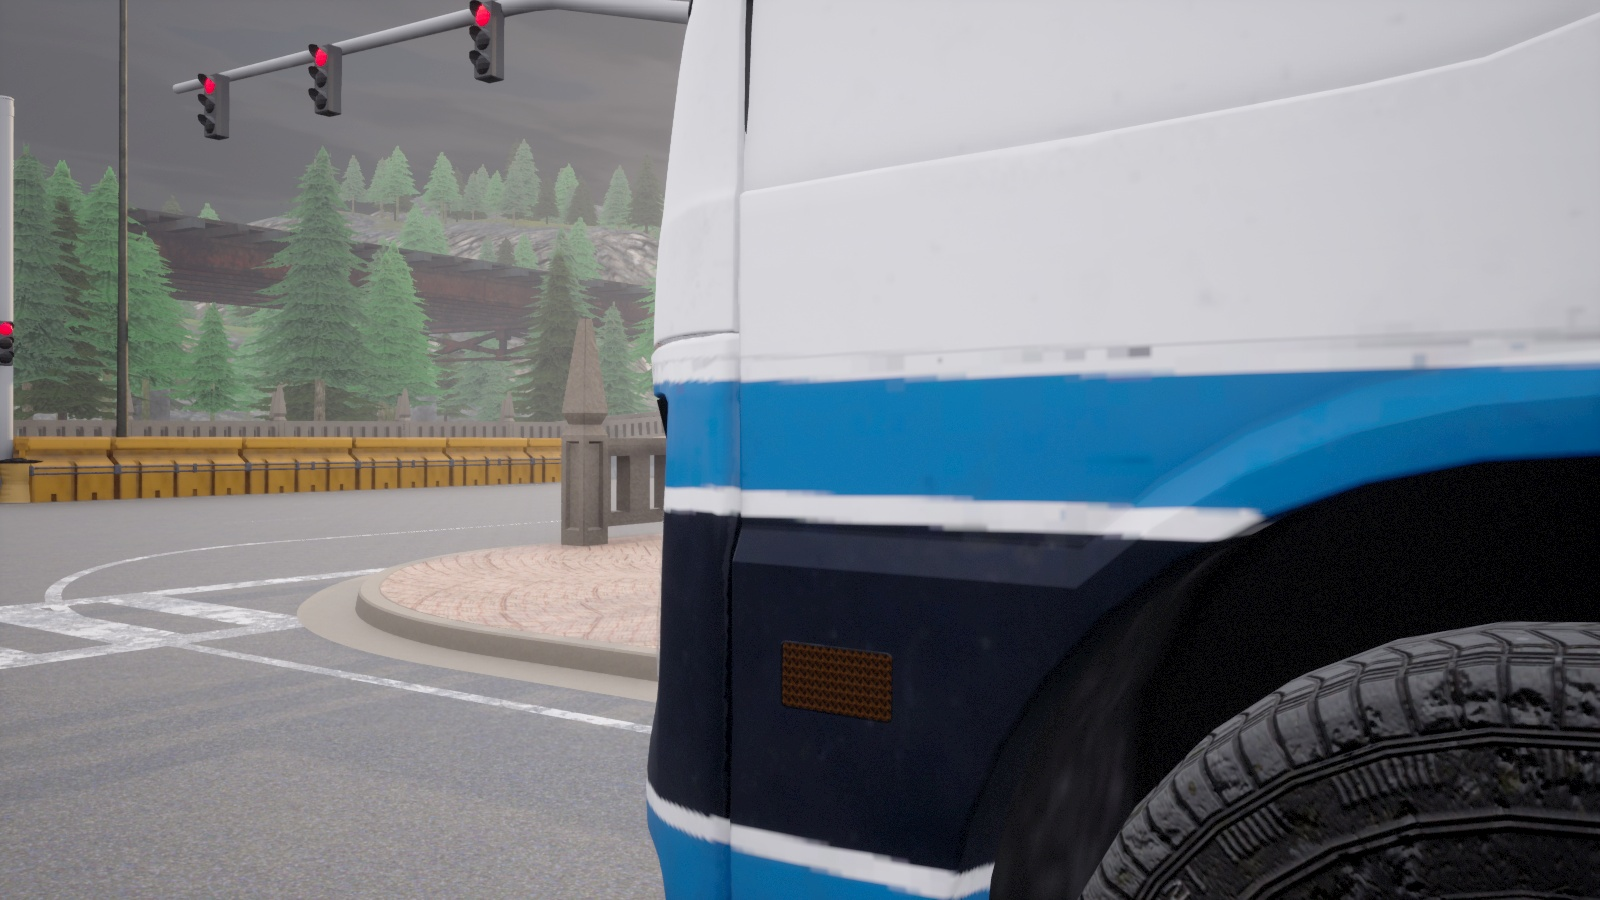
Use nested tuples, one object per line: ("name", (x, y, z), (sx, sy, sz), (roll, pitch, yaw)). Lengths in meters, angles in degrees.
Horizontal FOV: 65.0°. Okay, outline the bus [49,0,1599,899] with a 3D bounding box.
("bus", (4.151, -0.694, 0.838), (10.273, 4.253, 3.944), (0, 1, 34))
